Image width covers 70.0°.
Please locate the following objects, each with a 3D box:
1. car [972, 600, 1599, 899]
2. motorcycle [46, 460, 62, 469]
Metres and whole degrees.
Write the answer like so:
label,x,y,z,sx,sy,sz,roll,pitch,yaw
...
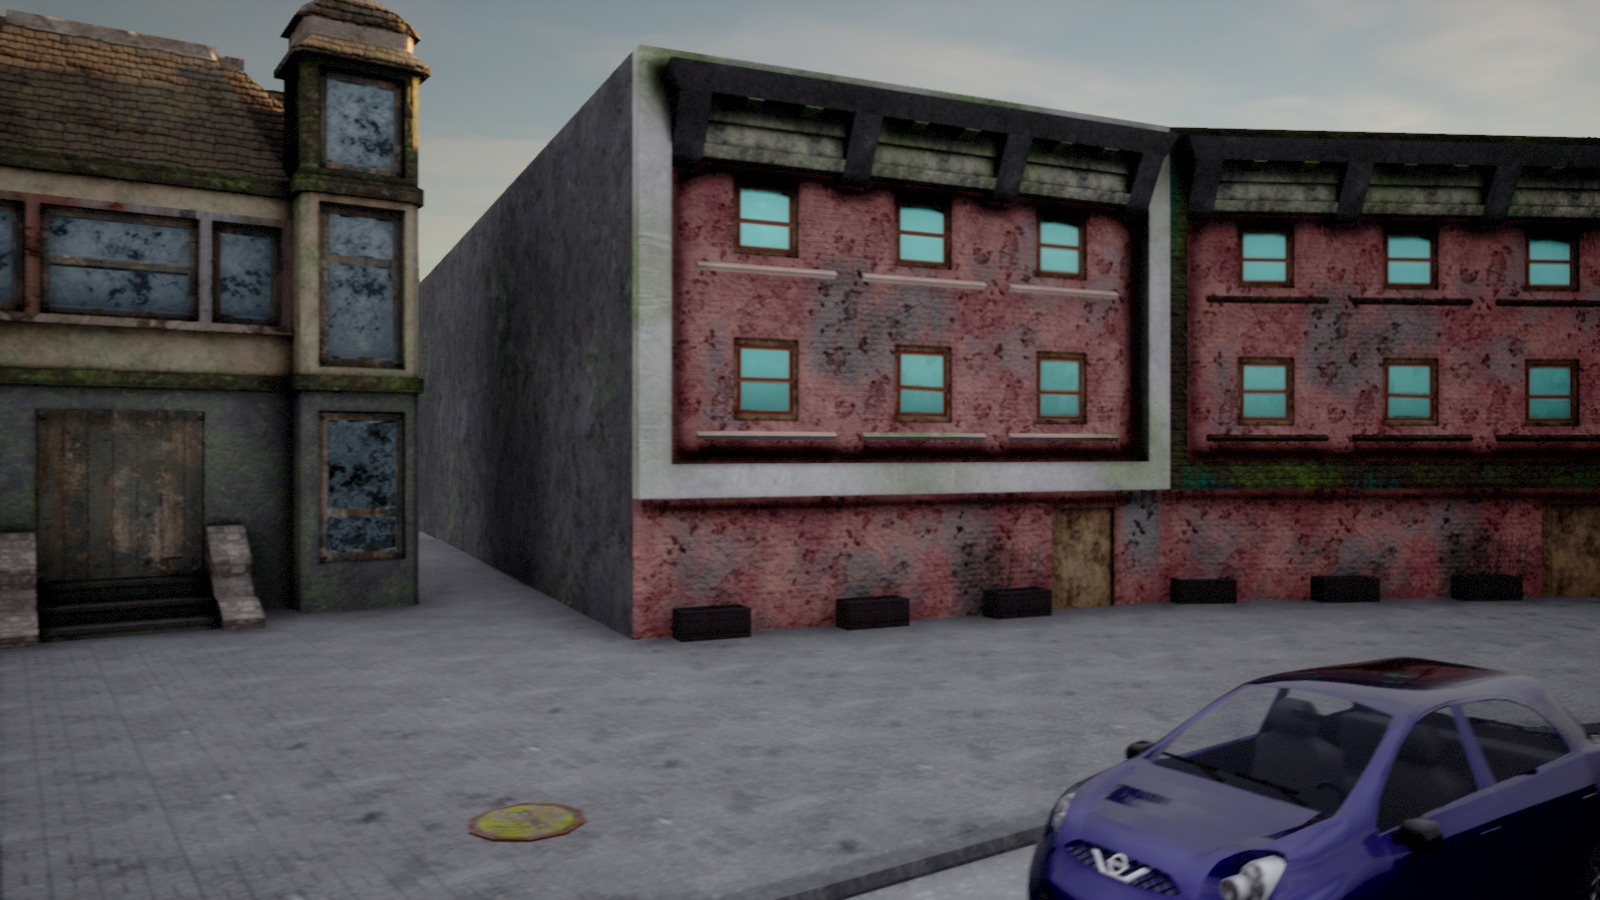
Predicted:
label,x,y,z,sx,sy,sz,roll,pitch,yaw
car,2.966,1.818,6.379,3.633,1.501,1.845,0,0,-31
motorcycle,-103.863,1.962,159.030,1.805,1.236,0.856,0,0,-35
